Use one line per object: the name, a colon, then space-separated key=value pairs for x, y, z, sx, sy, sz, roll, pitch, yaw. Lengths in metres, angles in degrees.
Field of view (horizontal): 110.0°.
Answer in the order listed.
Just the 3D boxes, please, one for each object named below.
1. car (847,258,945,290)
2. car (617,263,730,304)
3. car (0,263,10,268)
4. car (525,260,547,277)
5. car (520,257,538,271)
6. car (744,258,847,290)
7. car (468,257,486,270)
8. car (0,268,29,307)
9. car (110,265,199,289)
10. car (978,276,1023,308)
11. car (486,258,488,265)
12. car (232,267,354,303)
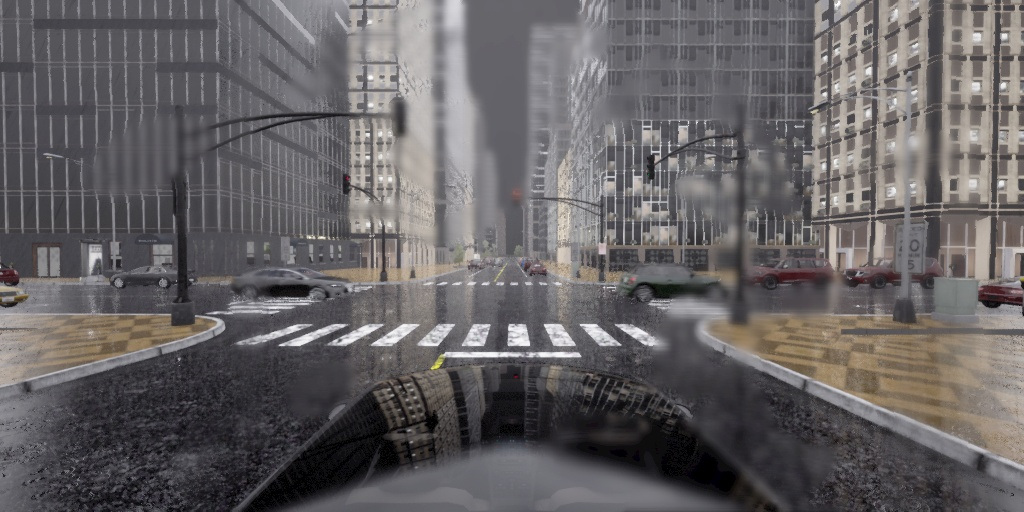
car: x=22.900 y=1.032 z=21.649 sx=5.009 sy=1.841 sz=2.192 roll=0 pitch=0 yaw=0
car: x=7.220 y=1.129 z=16.169 sx=4.553 sy=1.767 sz=2.097 roll=0 pitch=1 yaw=0
car: x=-32.558 y=1.077 z=21.472 sx=4.097 sy=1.591 sz=1.967 roll=0 pitch=0 yaw=0
car: x=2.544 y=1.318 z=35.776 sx=1.802 sy=1.307 sz=4.207 roll=0 pitch=0 yaw=0
car: x=2.569 y=1.045 z=46.826 sx=2.192 sy=1.841 sz=5.009 roll=0 pitch=0 yaw=0
car: x=16.568 y=1.023 z=21.637 sx=5.009 sy=1.841 sz=2.192 roll=0 pitch=0 yaw=0
car: x=-5.297 y=1.167 z=52.328 sx=1.967 sy=1.591 sz=4.097 roll=0 pitch=0 yaw=0
car: x=-21.257 y=1.301 z=13.426 sx=4.829 sy=1.417 sz=1.751 roll=0 pitch=0 yaw=0
car: x=-21.442 y=1.204 z=21.564 sx=4.403 sy=1.370 sz=2.007 roll=0 pitch=0 yaw=0
car: x=20.184 y=1.417 z=13.505 sx=4.207 sy=1.307 sz=1.802 roll=0 pitch=0 yaw=0
car: x=-5.295 y=1.306 z=57.853 sx=1.802 sy=1.307 sz=4.207 roll=0 pitch=0 yaw=0
car: x=-9.754 y=1.252 z=16.138 sx=4.902 sy=1.511 sz=2.128 roll=0 pitch=0 yaw=0
